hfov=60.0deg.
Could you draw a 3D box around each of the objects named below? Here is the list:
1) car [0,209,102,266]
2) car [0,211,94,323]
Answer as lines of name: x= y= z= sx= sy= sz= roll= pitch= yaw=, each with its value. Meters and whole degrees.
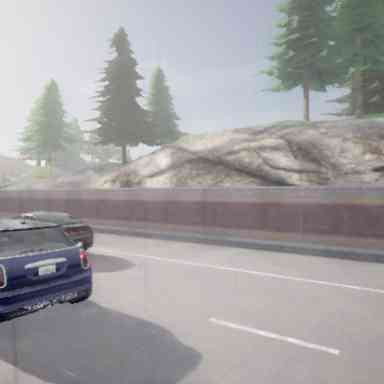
car: x=-5.651 y=1.470 z=12.151 sx=4.892 sy=1.490 sz=1.837 roll=0 pitch=0 yaw=35
car: x=-4.172 y=1.335 z=6.833 sx=4.553 sy=1.767 sz=2.097 roll=0 pitch=0 yaw=35
